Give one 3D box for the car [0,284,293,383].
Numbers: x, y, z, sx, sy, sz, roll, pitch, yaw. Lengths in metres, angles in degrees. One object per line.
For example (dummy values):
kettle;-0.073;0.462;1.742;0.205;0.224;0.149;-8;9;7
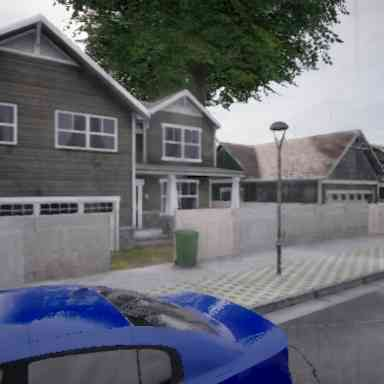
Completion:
car;-1.505;1.477;1.997;5.008;1.535;1.882;0;0;-35
